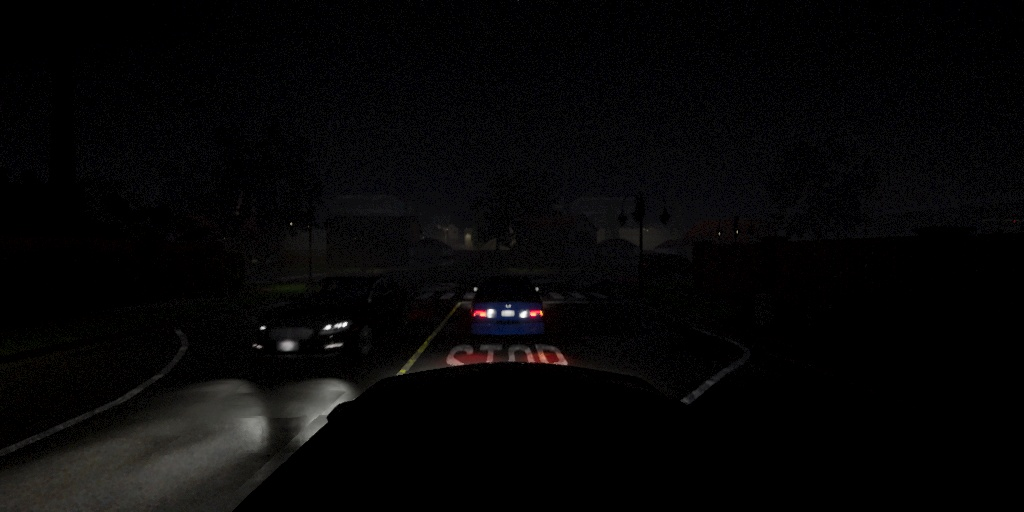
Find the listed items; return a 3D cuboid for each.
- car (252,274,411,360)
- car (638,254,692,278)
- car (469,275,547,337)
[{"bbox_3d":[-3.734,1.207,8.335,2.128,1.511,4.902,0,0,-1],"label":"car"},{"bbox_3d":[13.851,0.857,31.129,5.566,2.045,2.150,1,1,0],"label":"car"},{"bbox_3d":[-0.151,1.252,10.116,2.033,1.411,5.357,0,0,-2],"label":"car"}]
